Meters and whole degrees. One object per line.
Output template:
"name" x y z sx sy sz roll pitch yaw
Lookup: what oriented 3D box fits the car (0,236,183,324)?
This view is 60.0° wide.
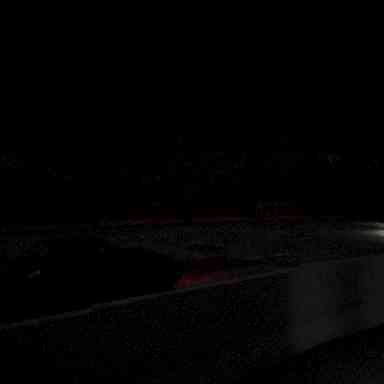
"car" -2.624 1.581 6.263 4.718 1.301 1.895 0 0 -34
